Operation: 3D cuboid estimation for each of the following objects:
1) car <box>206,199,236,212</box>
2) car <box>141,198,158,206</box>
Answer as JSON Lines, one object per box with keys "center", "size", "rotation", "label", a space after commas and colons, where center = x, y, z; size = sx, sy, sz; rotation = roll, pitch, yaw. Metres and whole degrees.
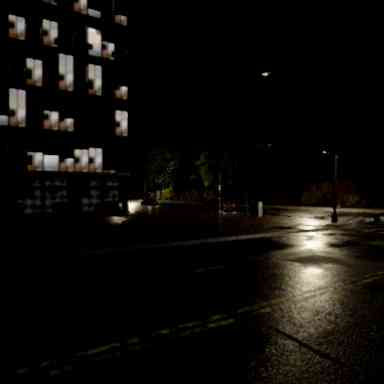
{"center": [3.814, 1.684, 44.782], "size": [2.097, 1.767, 4.553], "rotation": [-1, 0, -33], "label": "car"}
{"center": [-8.127, 1.883, 63.281], "size": [1.812, 1.442, 4.674], "rotation": [-1, 0, -33], "label": "car"}
